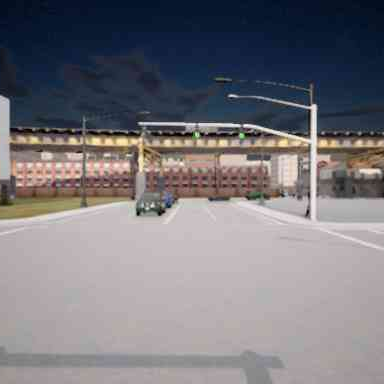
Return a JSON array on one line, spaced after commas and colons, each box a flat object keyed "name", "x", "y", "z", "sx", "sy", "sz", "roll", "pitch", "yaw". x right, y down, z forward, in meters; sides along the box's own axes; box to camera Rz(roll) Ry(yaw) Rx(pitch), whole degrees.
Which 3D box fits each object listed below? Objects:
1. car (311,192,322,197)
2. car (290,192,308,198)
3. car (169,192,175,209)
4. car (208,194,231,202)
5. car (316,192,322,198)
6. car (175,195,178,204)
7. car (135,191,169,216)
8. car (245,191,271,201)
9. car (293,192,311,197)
[{"name": "car", "x": 32.408, "y": 0.691, "z": 86.681, "sx": 1.853, "sy": 1.218, "sz": 4.536, "roll": 0, "pitch": 1, "yaw": 31}, {"name": "car", "x": 29.344, "y": 0.822, "z": 88.805, "sx": 2.038, "sy": 1.542, "sz": 4.974, "roll": 0, "pitch": 1, "yaw": -29}, {"name": "car", "x": -3.587, "y": 0.906, "z": 40.225, "sx": 2.150, "sy": 2.045, "sz": 5.566, "roll": 0, "pitch": 0, "yaw": 0}, {"name": "car", "x": 5.093, "y": 1.074, "z": 62.013, "sx": 2.033, "sy": 1.411, "sz": 5.357, "roll": 1, "pitch": 1, "yaw": 39}, {"name": "car", "x": 32.381, "y": 0.849, "z": 86.638, "sx": 2.038, "sy": 1.542, "sz": 4.974, "roll": 0, "pitch": 1, "yaw": 31}, {"name": "car", "x": -3.234, "y": 1.090, "z": 50.682, "sx": 2.128, "sy": 1.511, "sz": 4.902, "roll": 0, "pitch": 0, "yaw": 6}, {"name": "car", "x": -3.584, "y": 0.993, "z": 29.822, "sx": 2.150, "sy": 2.045, "sz": 5.566, "roll": 0, "pitch": 0, "yaw": 1}, {"name": "car", "x": 13.513, "y": 0.722, "z": 68.286, "sx": 5.566, "sy": 2.045, "sz": 2.150, "roll": 0, "pitch": 1, "yaw": -24}, {"name": "car", "x": 29.319, "y": 0.664, "z": 88.849, "sx": 1.853, "sy": 1.218, "sz": 4.536, "roll": 0, "pitch": 1, "yaw": -29}]
